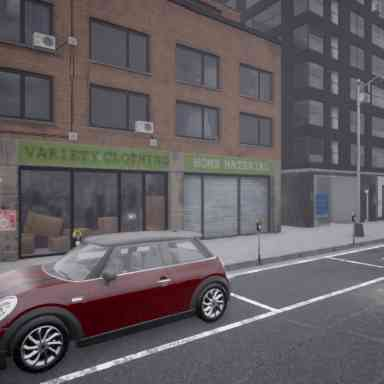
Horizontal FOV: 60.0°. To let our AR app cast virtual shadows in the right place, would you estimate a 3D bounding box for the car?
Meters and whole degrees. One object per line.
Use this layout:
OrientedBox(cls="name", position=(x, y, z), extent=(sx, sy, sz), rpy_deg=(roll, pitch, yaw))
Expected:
OrientedBox(cls="car", position=(-1.369, 1.440, 5.559), extent=(4.097, 1.590, 1.967), rpy_deg=(0, 0, -36))
